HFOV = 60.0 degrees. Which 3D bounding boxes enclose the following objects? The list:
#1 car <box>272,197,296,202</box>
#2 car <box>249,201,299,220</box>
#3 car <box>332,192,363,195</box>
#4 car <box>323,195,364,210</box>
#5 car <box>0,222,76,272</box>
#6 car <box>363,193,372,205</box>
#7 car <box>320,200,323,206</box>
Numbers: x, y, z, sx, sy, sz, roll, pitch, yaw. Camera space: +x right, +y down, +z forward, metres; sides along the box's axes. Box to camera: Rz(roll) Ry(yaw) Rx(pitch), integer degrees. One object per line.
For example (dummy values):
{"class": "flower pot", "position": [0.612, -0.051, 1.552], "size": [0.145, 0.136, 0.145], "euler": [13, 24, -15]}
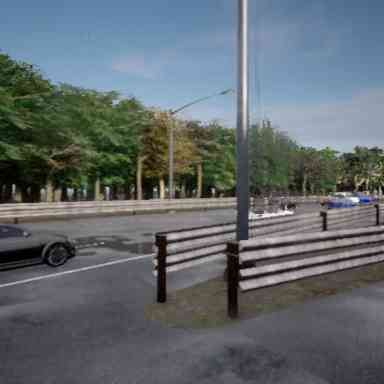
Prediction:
{"class": "car", "position": [10.841, 1.379, 39.026], "size": [2.128, 1.511, 4.902], "euler": [0, 0, 43]}
{"class": "car", "position": [5.123, 1.548, 22.290], "size": [1.895, 1.301, 4.718], "euler": [0, 0, 41]}
{"class": "car", "position": [20.077, 1.123, 43.725], "size": [2.150, 2.045, 5.566], "euler": [0, 2, 45]}
{"class": "car", "position": [15.534, 1.397, 33.951], "size": [1.882, 1.535, 5.008], "euler": [0, 0, 43]}
{"class": "car", "position": [-5.492, 1.539, 9.431], "size": [1.994, 1.385, 4.181], "euler": [0, 0, 39]}
{"class": "car", "position": [23.946, 1.100, 47.843], "size": [5.566, 2.045, 2.150], "euler": [1, -1, -45]}
{"class": "car", "position": [21.062, 1.472, 49.896], "size": [4.718, 1.301, 1.895], "euler": [0, 0, -45]}
